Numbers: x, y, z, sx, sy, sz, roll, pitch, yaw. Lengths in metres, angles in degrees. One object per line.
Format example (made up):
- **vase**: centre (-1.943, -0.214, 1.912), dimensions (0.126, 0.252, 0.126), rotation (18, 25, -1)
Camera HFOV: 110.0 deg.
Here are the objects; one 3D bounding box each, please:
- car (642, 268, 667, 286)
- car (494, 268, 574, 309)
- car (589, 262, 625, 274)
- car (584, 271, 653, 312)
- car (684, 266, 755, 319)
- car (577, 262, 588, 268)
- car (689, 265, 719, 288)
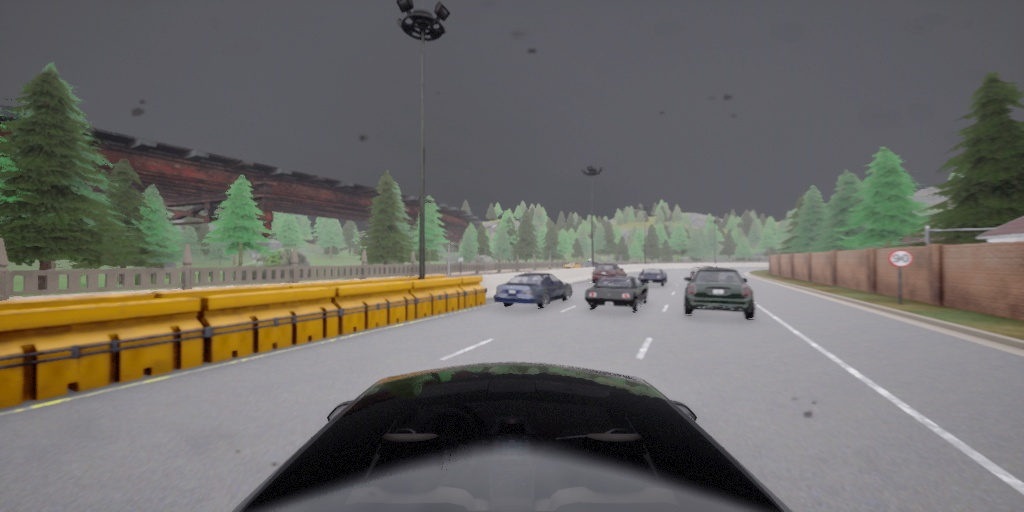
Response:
- **car**: centre (11.281, 1.635, 28.610), dimensions (1.895, 1.301, 4.718), rotation (0, -1, 27)
- **car**: centre (1.136, 1.454, 16.114), dimensions (2.033, 1.411, 5.357), rotation (0, -1, 27)
- **car**: centre (8.232, 1.406, 30.332), dimensions (2.097, 1.767, 4.553), rotation (0, -1, 27)
- **car**: centre (4.589, 1.494, 15.186), dimensions (1.895, 1.301, 4.718), rotation (0, -1, 27)
- **car**: centre (7.803, 1.226, 13.786), dimensions (2.097, 1.767, 4.553), rotation (0, -1, 27)
- **car**: centre (13.690, 1.761, 63.175), dimensions (2.097, 1.767, 4.553), rotation (0, -1, 33)
- **car**: centre (14.866, 1.501, 27.930), dimensions (1.882, 1.535, 5.008), rotation (0, 0, 27)
